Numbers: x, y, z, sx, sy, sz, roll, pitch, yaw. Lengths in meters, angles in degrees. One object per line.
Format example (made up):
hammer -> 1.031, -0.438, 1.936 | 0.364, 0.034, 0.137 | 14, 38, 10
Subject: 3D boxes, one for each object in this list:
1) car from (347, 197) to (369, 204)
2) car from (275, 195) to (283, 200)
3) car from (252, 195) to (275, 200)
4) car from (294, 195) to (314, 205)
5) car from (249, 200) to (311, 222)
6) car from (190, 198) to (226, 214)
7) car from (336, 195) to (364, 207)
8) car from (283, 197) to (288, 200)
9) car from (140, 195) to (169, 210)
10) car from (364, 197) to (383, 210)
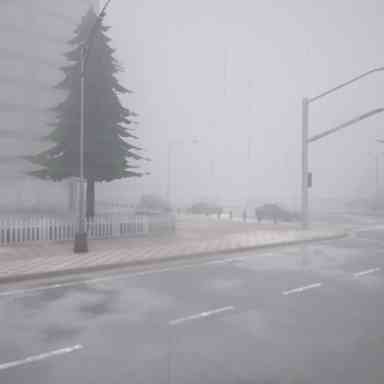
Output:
car -> 36.781, 1.910, 73.677 | 1.784, 1.438, 3.905 | 1, 0, -36
car -> 18.963, 1.826, 79.478 | 1.784, 1.438, 3.905 | 1, 0, -36
car -> 16.606, 1.836, 77.796 | 1.970, 1.475, 3.806 | 1, 0, -36
car -> 20.687, 1.793, 62.154 | 1.970, 1.475, 3.806 | 1, 0, -36
car -> 7.451, 1.696, 28.689 | 1.812, 1.442, 4.674 | 1, 0, -34
car -> 1.614, 1.734, 36.766 | 1.994, 1.385, 4.181 | 1, 0, -36
car -> 34.388, 1.678, 72.047 | 1.932, 1.855, 4.605 | 1, 0, -36
car -> 21.118, 1.636, 81.079 | 1.932, 1.855, 4.605 | 1, 0, -36
car -> -5.317, 1.393, 46.422 | 2.150, 2.045, 5.566 | 1, -1, -35
car -> 26.250, 1.509, 44.730 | 1.932, 1.855, 4.605 | 1, 0, -36
